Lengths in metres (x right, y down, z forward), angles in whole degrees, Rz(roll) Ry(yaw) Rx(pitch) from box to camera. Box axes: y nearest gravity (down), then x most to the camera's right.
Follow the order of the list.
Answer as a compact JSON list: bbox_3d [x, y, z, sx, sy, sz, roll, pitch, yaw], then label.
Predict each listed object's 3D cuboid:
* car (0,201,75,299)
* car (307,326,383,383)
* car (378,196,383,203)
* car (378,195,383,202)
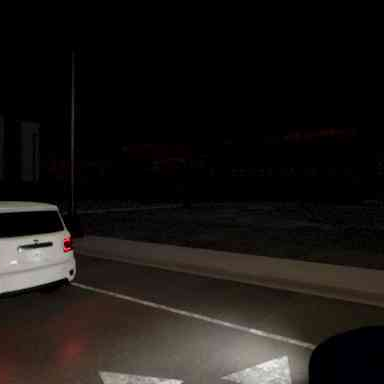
[{"bbox_3d":[-4.999,1.217,7.548,5.566,2.045,2.150,0,0,35],"label":"car"},{"bbox_3d":[3.043,1.517,1.817,4.674,1.442,1.812,0,0,35],"label":"car"},{"bbox_3d":[39.931,1.526,67.892,2.038,1.542,4.974,1,1,6],"label":"car"},{"bbox_3d":[39.938,1.368,67.942,1.853,1.218,4.536,1,1,6],"label":"car"}]
